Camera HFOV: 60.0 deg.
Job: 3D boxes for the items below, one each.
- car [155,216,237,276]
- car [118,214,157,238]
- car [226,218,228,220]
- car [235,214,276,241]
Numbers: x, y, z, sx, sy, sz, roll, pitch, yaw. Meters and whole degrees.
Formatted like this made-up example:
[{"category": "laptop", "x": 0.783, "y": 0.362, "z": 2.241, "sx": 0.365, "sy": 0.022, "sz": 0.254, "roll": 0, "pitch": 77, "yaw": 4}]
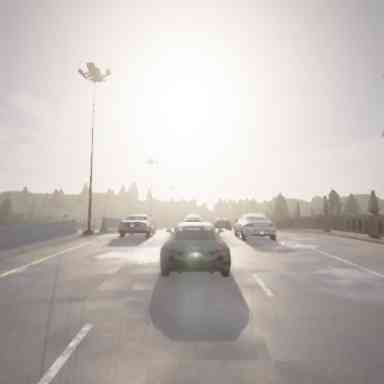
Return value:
[{"category": "car", "x": 0.094, "y": 1.666, "z": 10.693, "sx": 1.994, "sy": 1.385, "sz": 4.181, "roll": 0, "pitch": -1, "yaw": 0}, {"category": "car", "x": -3.411, "y": 2.151, "z": 21.509, "sx": 2.033, "sy": 1.411, "sz": 5.357, "roll": 0, "pitch": -4, "yaw": 0}, {"category": "car", "x": 3.579, "y": 3.892, "z": 40.381, "sx": 1.882, "sy": 1.535, "sz": 5.008, "roll": 0, "pitch": -6, "yaw": 0}, {"category": "car", "x": 3.590, "y": 1.996, "z": 19.389, "sx": 1.812, "sy": 1.442, "sz": 4.674, "roll": 0, "pitch": -3, "yaw": 0}]
